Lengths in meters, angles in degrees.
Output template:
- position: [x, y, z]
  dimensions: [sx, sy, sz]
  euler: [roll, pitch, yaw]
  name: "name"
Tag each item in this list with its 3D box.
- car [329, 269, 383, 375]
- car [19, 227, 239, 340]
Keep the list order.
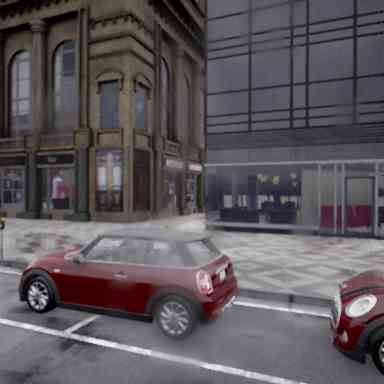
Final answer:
- position: [3.933, 1.456, 4.230]
  dimensions: [4.097, 1.590, 1.967]
  euler: [0, 0, 22]
  name: "car"
- position: [-1.281, 1.421, 6.374]
  dimensions: [4.097, 1.590, 1.967]
  euler: [0, 0, 22]
  name: "car"
